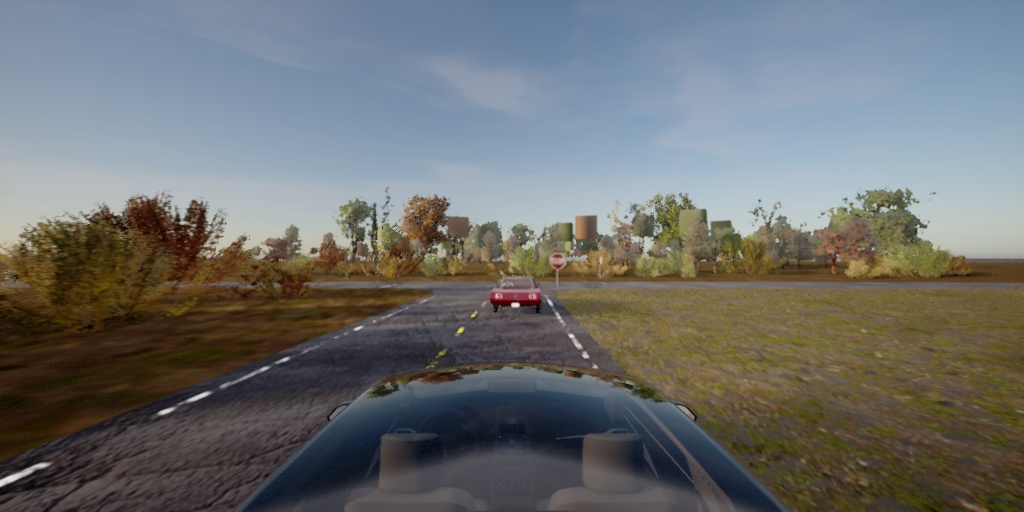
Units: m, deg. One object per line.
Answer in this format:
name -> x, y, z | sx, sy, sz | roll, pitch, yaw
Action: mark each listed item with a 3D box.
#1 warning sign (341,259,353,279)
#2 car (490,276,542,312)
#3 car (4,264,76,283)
warning sign -> -15.406, 1.227, 33.313 | 1.060, 1.860, 1.300 | 0, 0, 2
car -> 0.255, 1.492, 15.018 | 1.895, 1.301, 4.718 | 0, -1, 3
car -> -41.343, 1.459, 31.504 | 4.553, 1.767, 2.097 | 0, -1, 2
